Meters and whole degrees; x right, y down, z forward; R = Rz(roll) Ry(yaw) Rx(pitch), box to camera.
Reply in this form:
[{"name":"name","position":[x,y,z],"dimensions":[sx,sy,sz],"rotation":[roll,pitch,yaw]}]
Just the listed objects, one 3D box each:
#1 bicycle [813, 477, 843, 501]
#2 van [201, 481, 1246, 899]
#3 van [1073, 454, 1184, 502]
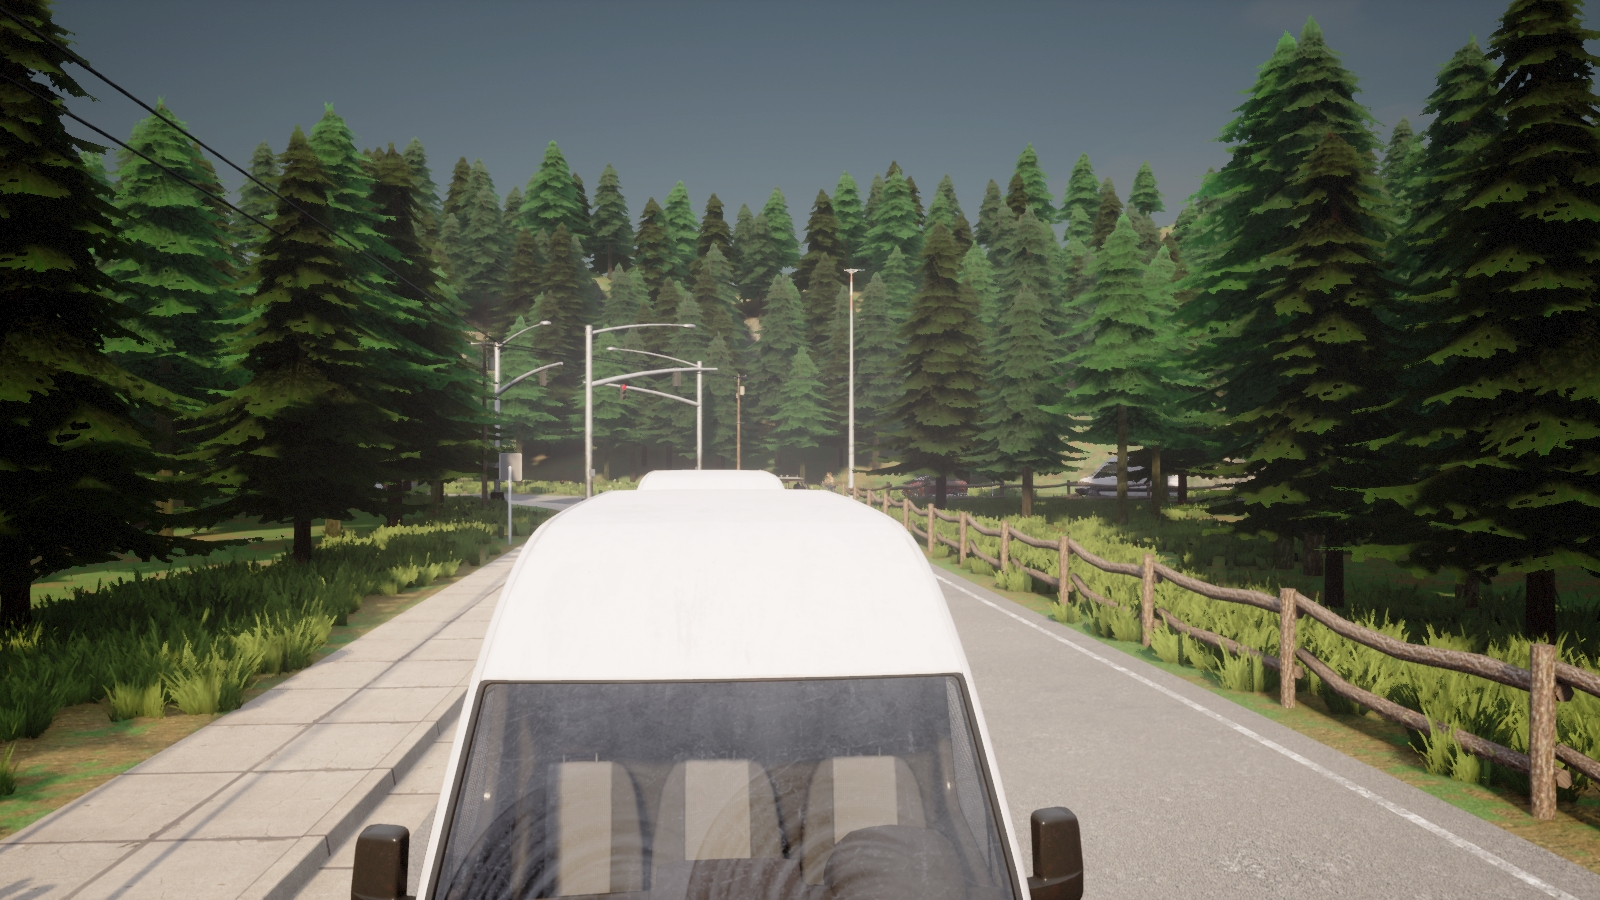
[{"name":"bicycle","position":[1.547,2.158,63.229],"dimensions":[1.487,1.276,0.859],"rotation":[0,1,-20]},{"name":"van","position":[-0.345,1.499,5.128],"dimensions":[1.988,2.561,5.915],"rotation":[0,0,-5]},{"name":"van","position":[18.460,1.535,64.219],"dimensions":[5.915,2.561,1.988],"rotation":[0,0,18]}]
